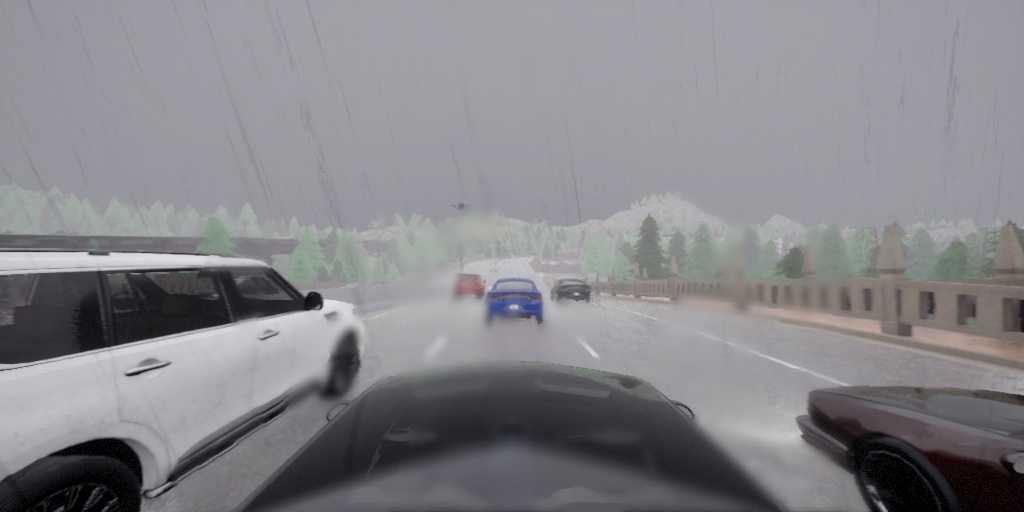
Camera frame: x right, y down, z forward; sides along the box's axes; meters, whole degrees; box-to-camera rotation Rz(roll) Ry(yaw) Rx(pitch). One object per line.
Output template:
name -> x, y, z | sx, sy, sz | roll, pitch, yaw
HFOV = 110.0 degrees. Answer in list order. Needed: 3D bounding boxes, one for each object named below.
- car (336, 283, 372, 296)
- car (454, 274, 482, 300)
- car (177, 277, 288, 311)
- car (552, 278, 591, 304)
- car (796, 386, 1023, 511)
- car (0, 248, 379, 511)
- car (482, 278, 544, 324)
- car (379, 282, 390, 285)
car -> -17.560, 3.748, 40.095 | 1.812, 1.442, 4.674 | 0, -5, 0
car -> -3.399, 2.555, 29.791 | 2.150, 2.045, 5.566 | 0, -5, 0
car -> -14.093, 1.894, 18.583 | 1.837, 1.490, 4.892 | 0, -4, 0
car -> 3.601, 2.169, 22.416 | 1.882, 1.535, 5.008 | 0, -5, 0
car -> 3.601, 1.299, 0.863 | 2.033, 1.411, 5.357 | 0, 0, 0
car -> -3.413, 0.980, 3.389 | 2.150, 2.045, 5.566 | 0, 0, 0
car -> 0.100, 1.540, 13.331 | 1.882, 1.535, 5.008 | 0, -3, 0
car -> -10.561, 2.723, 27.972 | 2.033, 1.411, 5.357 | 0, -5, 0
